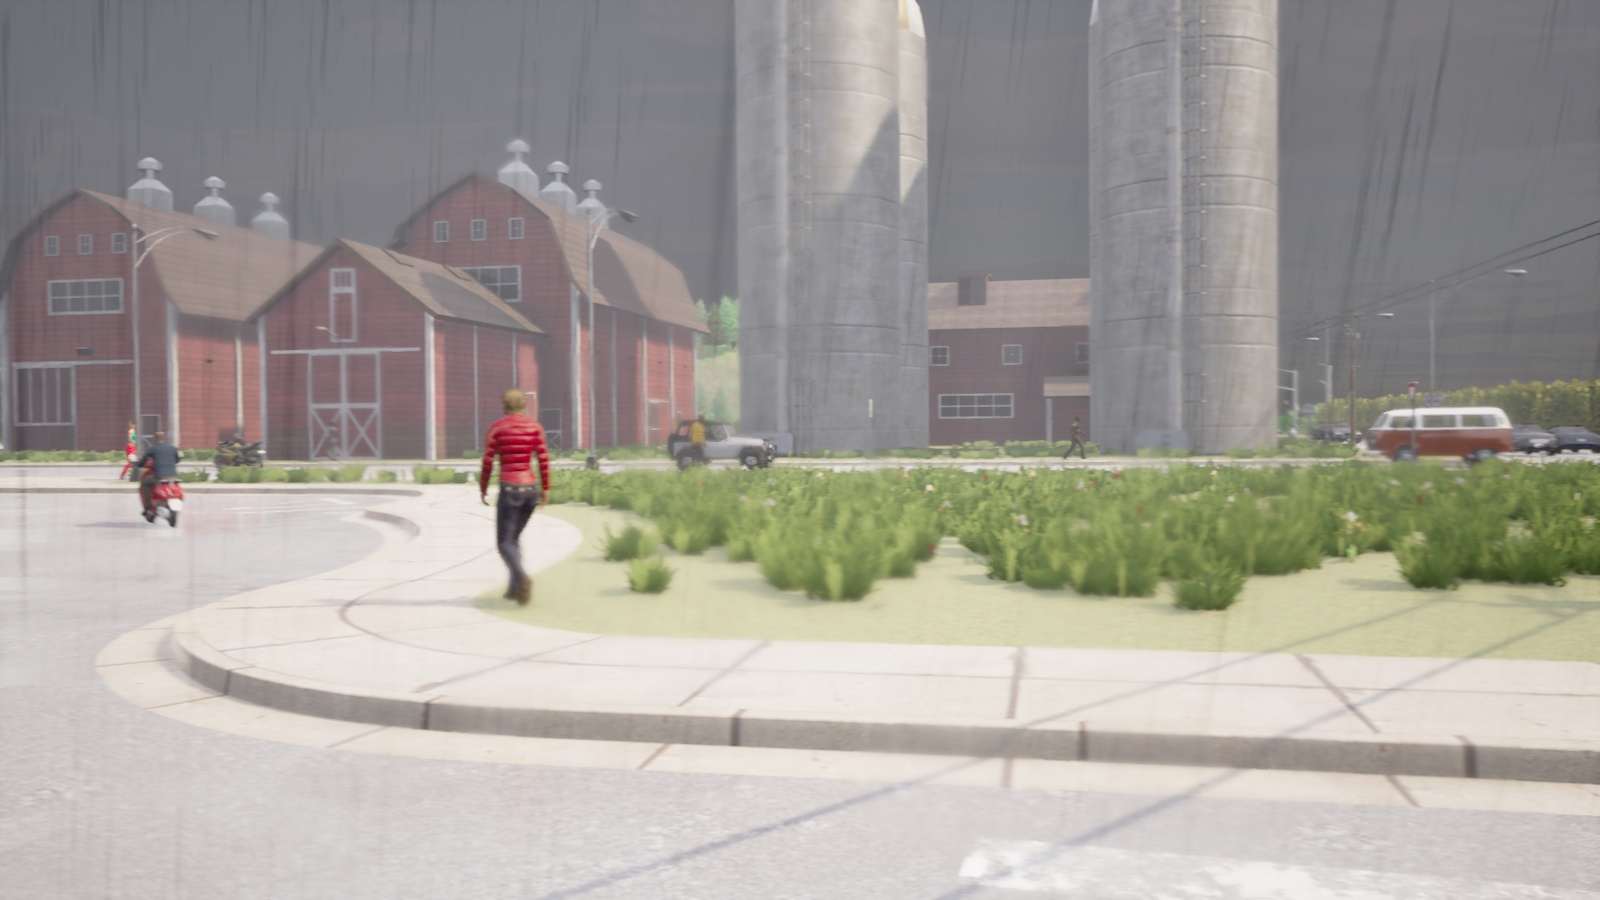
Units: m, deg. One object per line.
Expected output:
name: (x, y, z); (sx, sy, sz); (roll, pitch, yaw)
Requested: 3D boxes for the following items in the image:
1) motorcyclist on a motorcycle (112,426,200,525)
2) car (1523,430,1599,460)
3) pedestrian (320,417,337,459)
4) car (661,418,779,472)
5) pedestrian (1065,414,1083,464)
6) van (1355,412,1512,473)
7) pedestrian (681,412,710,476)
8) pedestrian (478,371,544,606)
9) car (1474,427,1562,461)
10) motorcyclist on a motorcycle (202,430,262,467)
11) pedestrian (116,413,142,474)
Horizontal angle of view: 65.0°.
motorcyclist on a motorcycle: (-10.914, 0.400, 21.242); (0.866, 1.590, 1.817); (-2, 2, -42)
car: (37.104, -0.269, 61.302); (1.994, 1.385, 4.181); (0, 1, 12)
pedestrian: (-21.512, -0.560, 57.304); (0.666, 1.930, 0.402); (1, 1, 27)
car: (-2.818, -0.198, 44.686); (3.866, 1.878, 1.905); (0, 1, 11)
pedestrian: (10.802, -0.438, 49.499); (0.692, 1.930, 0.395); (0, 1, 14)
van: (21.888, -0.269, 43.562); (4.480, 2.038, 2.069); (0, 1, 14)
pedestrian: (-2.987, -0.175, 35.888); (0.726, 1.835, 0.370); (0, 1, 24)
pedestrian: (-2.360, 0.298, 10.238); (0.331, 1.846, 0.636); (-1, 1, -32)
car: (32.756, -0.302, 57.468); (2.128, 1.511, 4.902); (0, 1, 13)
motorcyclist on a motorcycle: (-23.588, -0.080, 52.160); (2.191, 1.530, 0.866); (0, 1, 11)
pedestrian: (-20.205, -0.197, 37.826); (0.594, 1.836, 0.345); (0, 1, -11)
